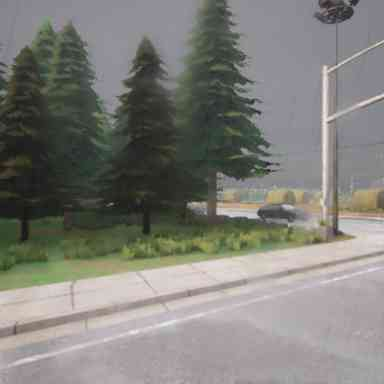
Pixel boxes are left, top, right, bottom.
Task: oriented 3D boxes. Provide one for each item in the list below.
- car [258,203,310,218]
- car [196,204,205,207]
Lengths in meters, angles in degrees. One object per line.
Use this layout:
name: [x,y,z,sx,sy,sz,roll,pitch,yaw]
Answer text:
car: [7.408,1.650,27.250,1.812,1.442,4.674,0,0,-35]
car: [-0.317,1.652,38.513,1.812,1.442,4.674,0,0,-35]
